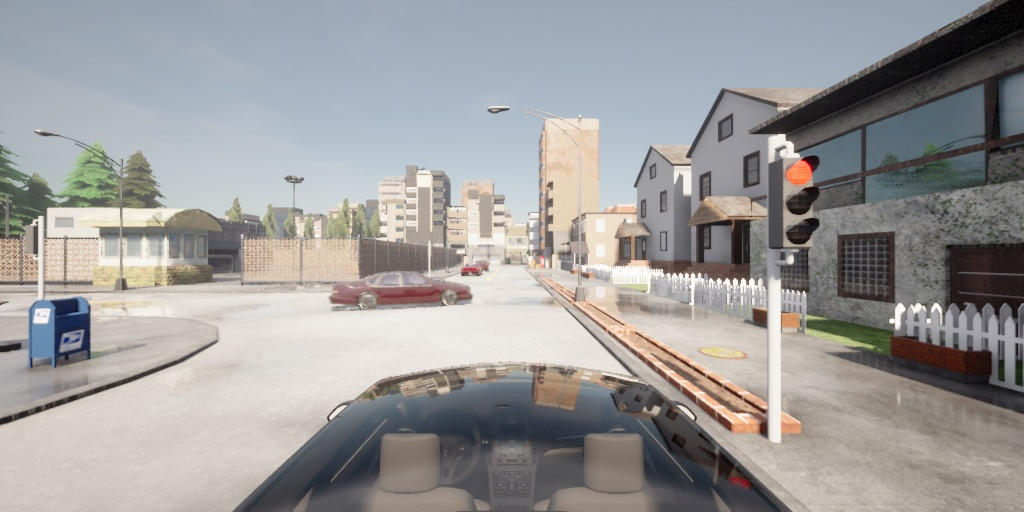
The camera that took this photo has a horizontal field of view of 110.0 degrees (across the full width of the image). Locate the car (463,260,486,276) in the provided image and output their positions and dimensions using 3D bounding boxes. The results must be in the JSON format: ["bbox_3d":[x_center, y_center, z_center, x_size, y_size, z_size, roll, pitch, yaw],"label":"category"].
[{"bbox_3d":[-4.109,1.386,37.199,1.895,1.301,4.718,0,0,0],"label":"car"}]

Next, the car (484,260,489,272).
[{"bbox_3d":[-4.097,1.273,47.705,1.882,1.535,5.008,0,0,0],"label":"car"}]

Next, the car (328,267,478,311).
[{"bbox_3d":[-4.338,1.310,14.359,5.357,1.411,2.033,0,0,-21],"label":"car"}]
